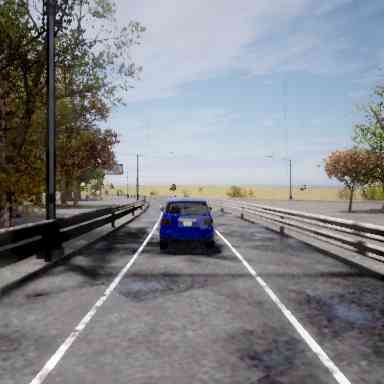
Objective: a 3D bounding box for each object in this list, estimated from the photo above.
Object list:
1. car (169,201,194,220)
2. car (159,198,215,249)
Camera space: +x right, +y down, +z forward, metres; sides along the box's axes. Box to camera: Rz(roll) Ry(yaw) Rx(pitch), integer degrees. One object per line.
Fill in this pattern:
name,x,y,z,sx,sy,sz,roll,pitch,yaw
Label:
car,-1.010,1.556,29.777,2.033,1.411,5.357,0,0,-4
car,-0.255,1.252,14.762,2.150,2.045,5.566,0,0,-2
